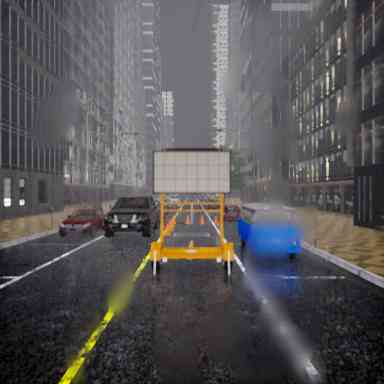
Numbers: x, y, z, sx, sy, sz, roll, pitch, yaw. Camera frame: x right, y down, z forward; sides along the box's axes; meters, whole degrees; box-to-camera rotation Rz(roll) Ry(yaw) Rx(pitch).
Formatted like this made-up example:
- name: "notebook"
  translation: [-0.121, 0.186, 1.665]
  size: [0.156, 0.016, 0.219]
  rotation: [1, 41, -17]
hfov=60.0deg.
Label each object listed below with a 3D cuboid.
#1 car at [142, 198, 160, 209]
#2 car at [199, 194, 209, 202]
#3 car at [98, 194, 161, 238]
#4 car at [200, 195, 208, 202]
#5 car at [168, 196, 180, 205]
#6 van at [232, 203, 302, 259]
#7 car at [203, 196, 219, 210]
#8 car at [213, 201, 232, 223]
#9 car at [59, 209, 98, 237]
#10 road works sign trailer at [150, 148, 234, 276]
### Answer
- name: "car"
  translation: [-5.698, 1.516, 46.438]
  size: [2.008, 1.369, 4.403]
  rotation: [0, 0, 0]
- name: "car"
  translation: [2.678, 1.349, 74.898]
  size: [1.967, 1.590, 4.097]
  rotation: [0, 0, 0]
- name: "car"
  translation: [-3.105, 1.208, 18.009]
  size: [2.150, 2.045, 5.566]
  rotation: [0, 0, 0]
- name: "car"
  translation: [2.682, 1.508, 52.128]
  size: [2.008, 1.369, 4.403]
  rotation: [0, 0, 0]
- name: "car"
  translation: [-3.087, 1.470, 59.008]
  size: [1.812, 1.442, 4.674]
  rotation: [0, 0, 0]
- name: "van"
  translation: [2.688, 1.332, 12.282]
  size: [1.690, 1.788, 3.998]
  rotation: [0, 0, 0]
- name: "car"
  translation: [2.683, 1.552, 40.743]
  size: [1.802, 1.307, 4.206]
  rotation: [0, 0, 0]
- name: "car"
  translation: [2.686, 1.565, 23.666]
  size: [1.802, 1.307, 4.206]
  rotation: [0, 0, 0]
- name: "car"
  translation: [-5.694, 1.569, 17.975]
  size: [1.802, 1.307, 4.206]
  rotation: [0, 0, 0]
- name: "road works sign trailer"
  translation: [-0.002, 0.457, 10.299]
  size: [2.380, 3.560, 2.880]
  rotation: [0, 0, 0]
